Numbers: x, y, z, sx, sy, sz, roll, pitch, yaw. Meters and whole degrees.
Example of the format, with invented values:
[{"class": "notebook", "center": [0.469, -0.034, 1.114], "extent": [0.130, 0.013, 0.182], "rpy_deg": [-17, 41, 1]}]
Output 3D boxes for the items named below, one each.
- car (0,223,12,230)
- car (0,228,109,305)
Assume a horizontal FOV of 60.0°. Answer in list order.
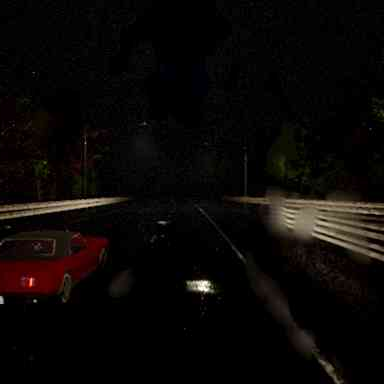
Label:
[{"class": "car", "center": [-6.955, 1.559, 10.660], "extent": [1.994, 1.385, 4.181], "rpy_deg": [0, 0, 0]}, {"class": "car", "center": [-3.433, 1.596, 8.026], "extent": [1.895, 1.301, 4.718], "rpy_deg": [0, 0, 0]}]
